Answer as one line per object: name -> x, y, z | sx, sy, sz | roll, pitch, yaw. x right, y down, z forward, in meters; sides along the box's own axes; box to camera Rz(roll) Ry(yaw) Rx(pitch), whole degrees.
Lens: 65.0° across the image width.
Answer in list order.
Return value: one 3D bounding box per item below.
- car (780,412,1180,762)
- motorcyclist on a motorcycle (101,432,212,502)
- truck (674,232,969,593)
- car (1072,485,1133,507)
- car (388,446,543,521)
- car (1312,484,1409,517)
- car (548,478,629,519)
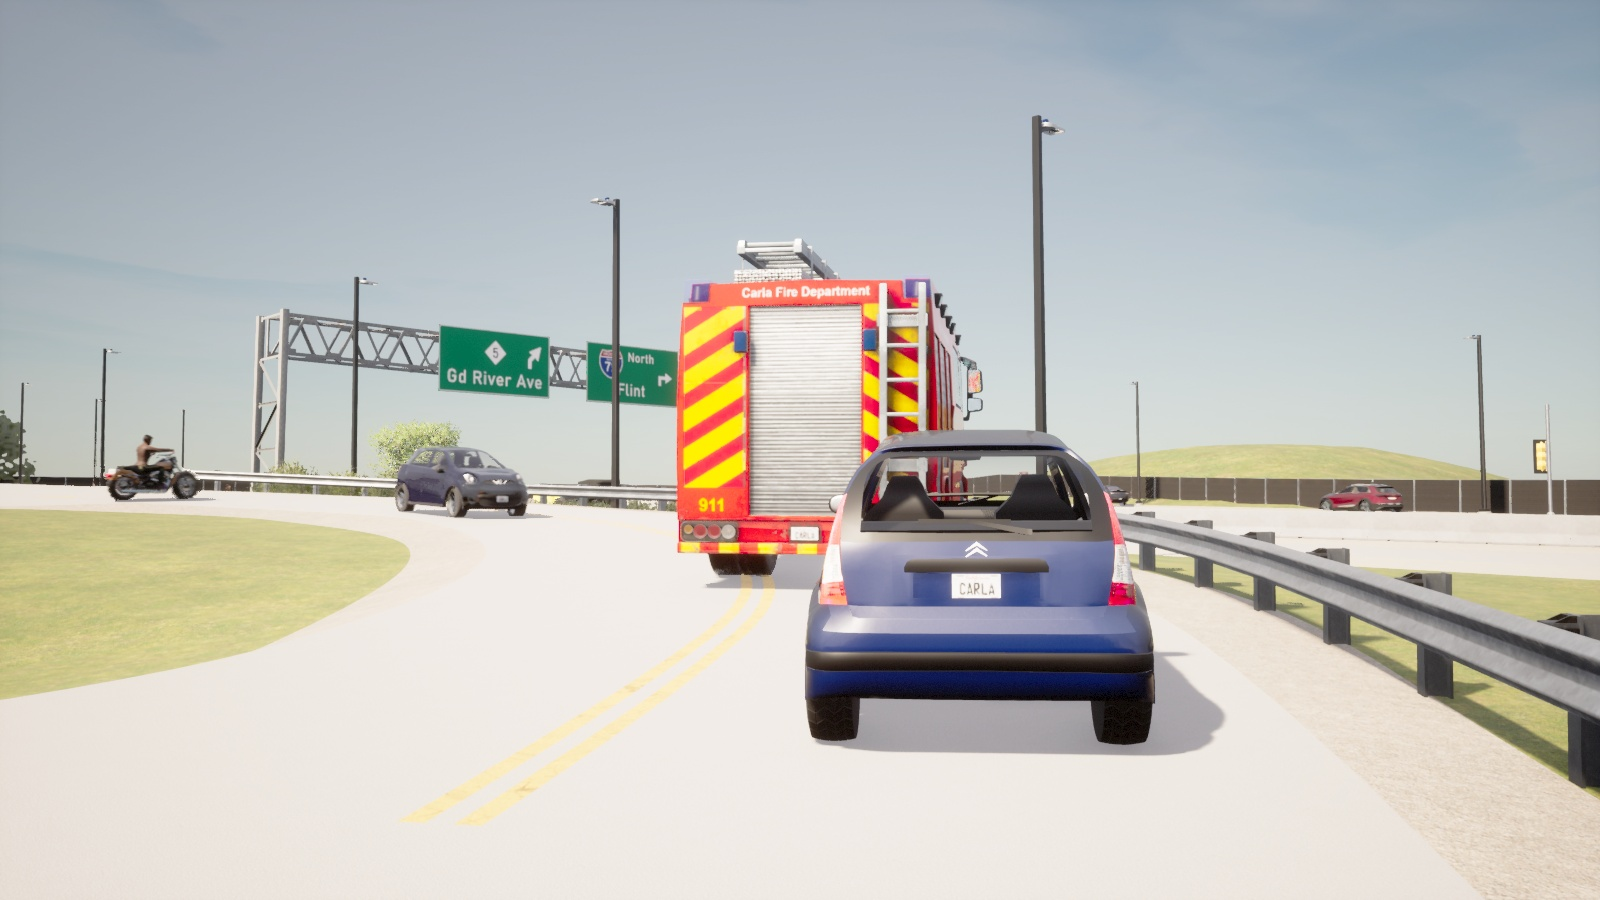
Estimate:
car -> 1.056, 0.646, 7.898 | 1.851, 1.617, 3.988 | -1, 0, 7
motorcyclist on a motorcycle -> -15.732, 0.416, 30.777 | 0.766, 1.649, 2.350 | 0, -1, 29
truck -> 0.765, -0.380, 17.725 | 2.891, 3.827, 8.468 | 0, 0, 10
car -> 22.035, 3.350, 91.783 | 2.128, 1.511, 4.902 | 1, -2, -17
car -> -7.472, 0.713, 27.887 | 1.845, 1.501, 3.633 | 2, -1, -42
car -> 29.853, 2.667, 67.073 | 2.033, 1.649, 4.856 | 1, -2, -18
car -> -10.106, 2.311, 59.887 | 1.905, 1.878, 3.866 | 3, -3, -45
